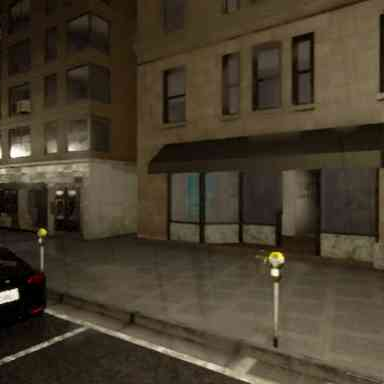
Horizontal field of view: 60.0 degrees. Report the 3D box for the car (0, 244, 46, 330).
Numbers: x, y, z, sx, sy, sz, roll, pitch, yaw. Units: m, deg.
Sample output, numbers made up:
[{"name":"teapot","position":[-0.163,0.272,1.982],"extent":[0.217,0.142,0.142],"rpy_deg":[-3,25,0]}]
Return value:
[{"name":"car","position":[-4.442,1.587,6.081],"extent":[4.313,1.339,1.947],"rpy_deg":[0,0,34]}]
